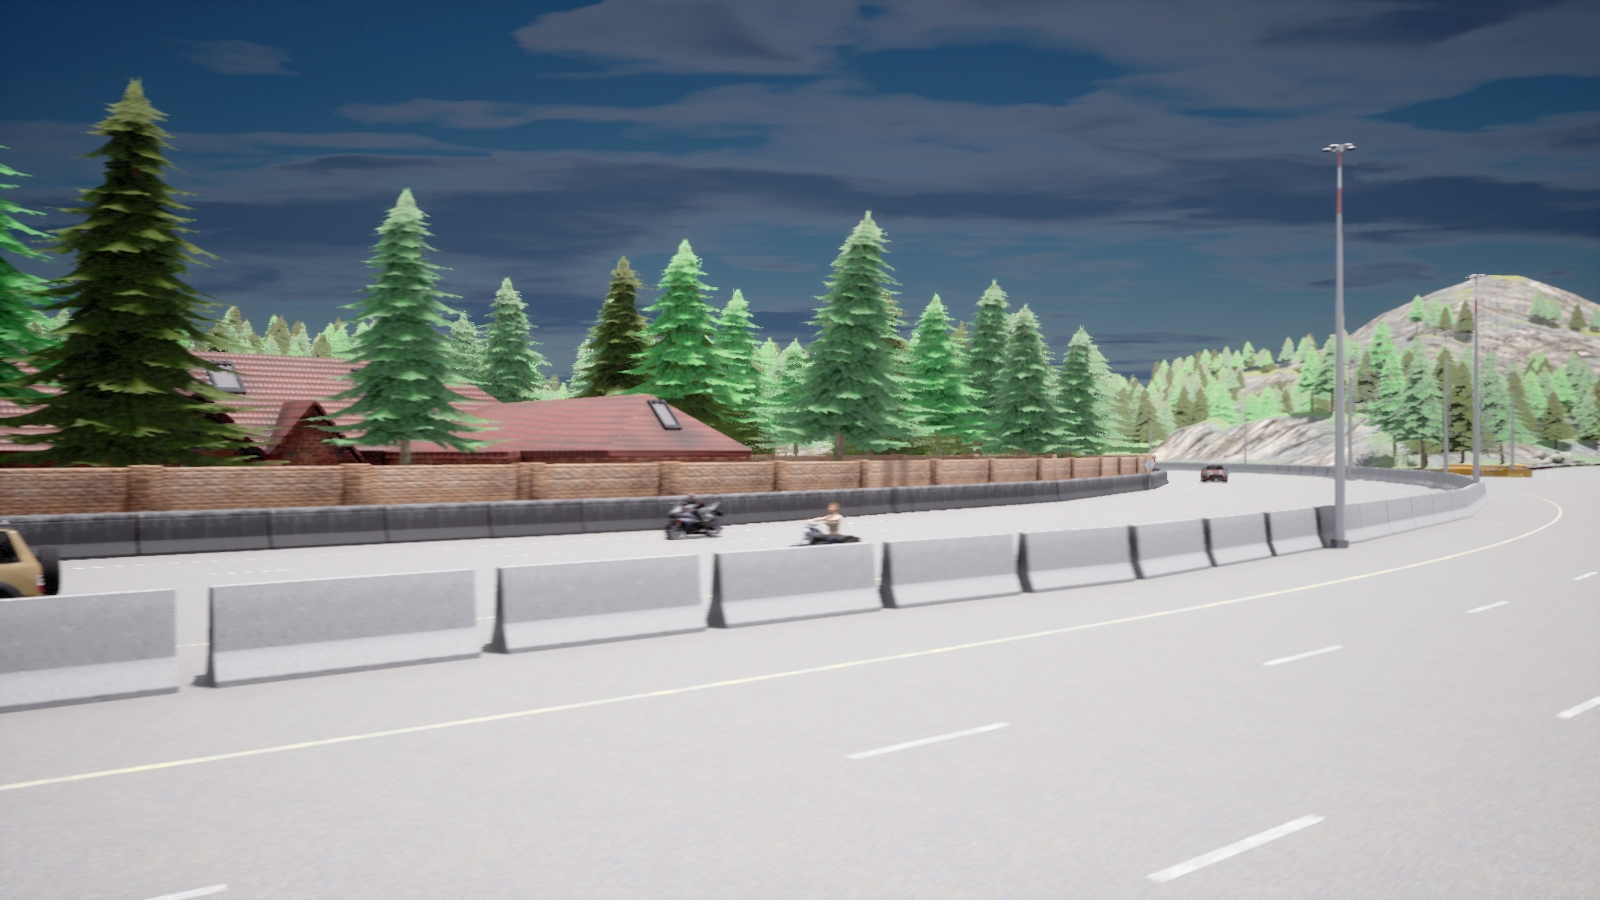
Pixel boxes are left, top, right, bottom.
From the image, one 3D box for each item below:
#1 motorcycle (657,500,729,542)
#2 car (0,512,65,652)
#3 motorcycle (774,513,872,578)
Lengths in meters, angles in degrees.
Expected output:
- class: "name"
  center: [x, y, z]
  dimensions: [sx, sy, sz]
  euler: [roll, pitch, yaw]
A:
- class: "motorcycle"
  center: [-3.418, 2.263, 36.774]
  dimensions: [2.209, 1.251, 0.867]
  euler: [0, -1, -42]
- class: "car"
  center: [-13.010, 1.901, 15.887]
  dimensions: [4.605, 1.855, 1.932]
  euler: [0, 0, -35]
- class: "motorcycle"
  center: [0.559, 2.185, 26.516]
  dimensions: [2.356, 1.325, 0.764]
  euler: [0, 0, -41]
